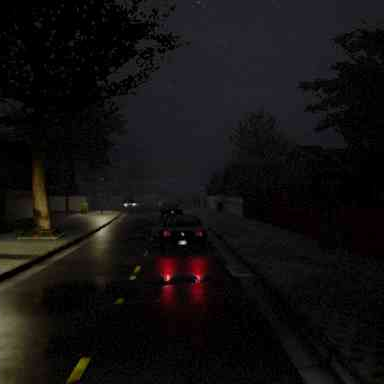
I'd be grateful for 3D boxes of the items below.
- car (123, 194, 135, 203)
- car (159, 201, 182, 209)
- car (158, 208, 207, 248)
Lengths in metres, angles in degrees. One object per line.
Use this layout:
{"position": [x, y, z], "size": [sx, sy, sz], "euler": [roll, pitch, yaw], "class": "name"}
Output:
{"position": [-12.982, 1.373, 68.212], "size": [2.150, 2.045, 5.566], "euler": [0, 0, -17], "class": "car"}
{"position": [-1.916, 1.499, 29.767], "size": [1.882, 1.535, 5.008], "euler": [0, 0, -7], "class": "car"}
{"position": [-0.482, 1.621, 14.779], "size": [1.895, 1.301, 4.718], "euler": [0, 0, -4], "class": "car"}
